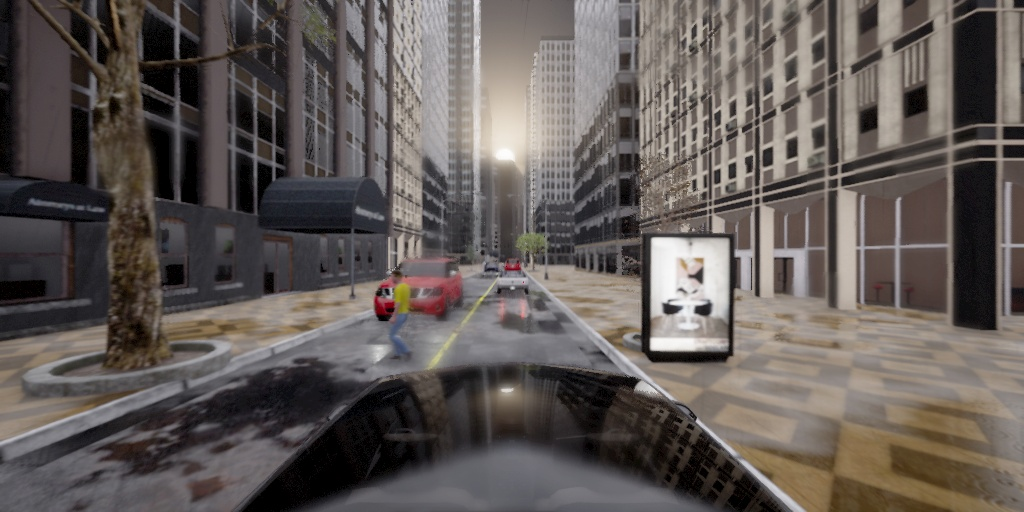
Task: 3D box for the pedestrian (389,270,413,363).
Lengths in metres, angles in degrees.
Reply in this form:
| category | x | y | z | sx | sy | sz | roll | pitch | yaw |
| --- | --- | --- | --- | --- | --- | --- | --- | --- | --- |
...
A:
| category | x | y | z | sx | sy | sz | roll | pitch | yaw |
| --- | --- | --- | --- | --- | --- | --- | --- | --- | --- |
| pedestrian | -2.138 | 1.096 | 7.004 | 0.375 | 1.860 | 0.375 | -1 | 0 | -1 |

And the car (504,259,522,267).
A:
| category | x | y | z | sx | sy | sz | roll | pitch | yaw |
| --- | --- | --- | --- | --- | --- | --- | --- | --- | --- |
| car | 0.090 | 1.436 | 47.500 | 2.150 | 2.045 | 5.566 | 0 | -2 | 0 |

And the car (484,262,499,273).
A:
| category | x | y | z | sx | sy | sz | roll | pitch | yaw |
| --- | --- | --- | --- | --- | --- | --- | --- | --- | --- |
| car | -3.090 | 1.648 | 54.150 | 2.097 | 1.767 | 4.553 | 0 | -1 | 0 |

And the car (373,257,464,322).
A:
| category | x | y | z | sx | sy | sz | roll | pitch | yaw |
| --- | --- | --- | --- | --- | --- | --- | --- | --- | --- |
| car | -3.101 | 1.081 | 13.149 | 2.150 | 2.045 | 5.566 | 0 | 0 | 0 |

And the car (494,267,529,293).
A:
| category | x | y | z | sx | sy | sz | roll | pitch | yaw |
| --- | --- | --- | --- | --- | --- | --- | --- | --- | --- |
| car | 0.057 | 1.563 | 22.760 | 1.895 | 1.301 | 4.718 | 0 | -1 | 0 |

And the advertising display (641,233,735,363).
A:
| category | x | y | z | sx | sy | sz | roll | pitch | yaw |
| --- | --- | --- | --- | --- | --- | --- | --- | --- | --- |
| advertising display | 3.134 | 0.822 | 6.452 | 1.540 | 2.440 | 0.280 | 0 | 0 | 0 |
